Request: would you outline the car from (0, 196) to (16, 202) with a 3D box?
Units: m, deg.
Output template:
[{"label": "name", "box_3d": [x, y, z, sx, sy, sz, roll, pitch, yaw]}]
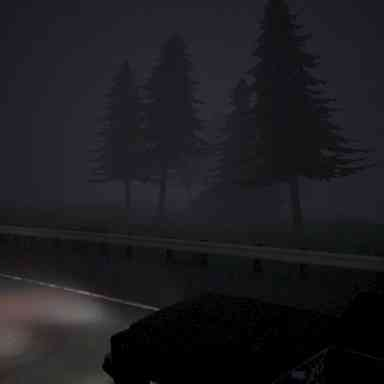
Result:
[{"label": "car", "box_3d": [-41.822, 1.595, 74.689, 1.895, 1.301, 4.718, 0, 0, 6]}]

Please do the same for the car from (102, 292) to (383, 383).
[{"label": "car", "box_3d": [1.441, 1.601, 2.740, 4.718, 1.301, 1.895, 0, 0, 35]}]

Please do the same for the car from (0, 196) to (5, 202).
[{"label": "car", "box_3d": [-45.208, 1.552, 76.384, 1.994, 1.385, 4.181, 0, 0, 6]}]

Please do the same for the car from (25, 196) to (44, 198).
[{"label": "car", "box_3d": [-34.754, 1.540, 75.359, 2.033, 1.411, 5.357, 0, 0, 6]}]

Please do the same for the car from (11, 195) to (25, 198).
[{"label": "car", "box_3d": [-38.319, 1.525, 74.622, 2.128, 1.511, 4.902, 0, 0, 6]}]

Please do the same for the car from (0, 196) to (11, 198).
[{"label": "car", "box_3d": [-36.977, 1.525, 61.921, 2.128, 1.511, 4.902, 0, 0, 17]}]
